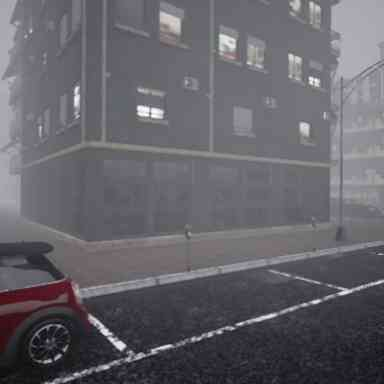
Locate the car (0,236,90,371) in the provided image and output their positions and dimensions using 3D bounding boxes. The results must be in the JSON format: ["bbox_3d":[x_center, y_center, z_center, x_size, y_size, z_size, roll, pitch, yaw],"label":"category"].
[{"bbox_3d":[-3.504,1.436,4.060,4.097,1.590,1.967,0,0,-36],"label":"car"}]

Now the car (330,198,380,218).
[{"bbox_3d":[14.886,1.476,31.407,2.192,1.841,5.009,1,0,-36],"label":"car"}]
